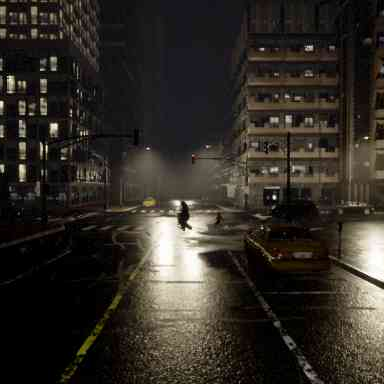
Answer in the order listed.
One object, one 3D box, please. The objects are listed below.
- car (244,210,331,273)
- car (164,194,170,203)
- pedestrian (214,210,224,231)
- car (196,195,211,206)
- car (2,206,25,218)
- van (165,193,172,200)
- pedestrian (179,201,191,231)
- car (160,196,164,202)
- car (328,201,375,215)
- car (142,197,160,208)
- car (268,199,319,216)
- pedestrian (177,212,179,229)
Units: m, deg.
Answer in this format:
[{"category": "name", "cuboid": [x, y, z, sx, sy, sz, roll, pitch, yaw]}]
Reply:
[{"category": "car", "cuboid": [2.720, 1.522, 10.520, 1.752, 1.417, 4.829, -1, 0, 0]}, {"category": "car", "cuboid": [-6.313, 1.531, 70.846, 1.887, 1.381, 4.507, -1, 0, 0]}, {"category": "pedestrian", "cuboid": [1.582, 1.289, 19.263, 0.375, 1.860, 0.375, -1, 1, 0]}, {"category": "car", "cuboid": [2.213, 1.539, 53.957, 2.008, 1.369, 4.403, -1, 0, 0]}, {"category": "car", "cuboid": [-16.787, 1.491, 27.996, 4.718, 1.301, 1.895, 0, 1, 0]}, {"category": "van", "cuboid": [-6.513, 1.325, 93.465, 1.690, 1.788, 3.998, -1, 0, 0]}, {"category": "pedestrian", "cuboid": [-0.402, 1.289, 18.648, 0.375, 1.860, 0.375, -1, 1, 0]}, {"category": "car", "cuboid": [-6.166, 1.554, 53.884, 1.947, 1.339, 4.313, -1, 0, 0]}, {"category": "car", "cuboid": [16.027, 1.624, 33.599, 4.403, 1.369, 2.008, 0, 0, 0]}, {"category": "car", "cuboid": [-6.116, 1.514, 48.060, 1.752, 1.417, 4.829, -1, 0, 0]}, {"category": "car", "cuboid": [9.418, 1.410, 31.190, 4.553, 1.767, 2.097, 1, 1, 3]}, {"category": "pedestrian", "cuboid": [-0.736, 1.668, 19.850, 0.500, 1.100, 0.500, -1, 1, 0]}]
